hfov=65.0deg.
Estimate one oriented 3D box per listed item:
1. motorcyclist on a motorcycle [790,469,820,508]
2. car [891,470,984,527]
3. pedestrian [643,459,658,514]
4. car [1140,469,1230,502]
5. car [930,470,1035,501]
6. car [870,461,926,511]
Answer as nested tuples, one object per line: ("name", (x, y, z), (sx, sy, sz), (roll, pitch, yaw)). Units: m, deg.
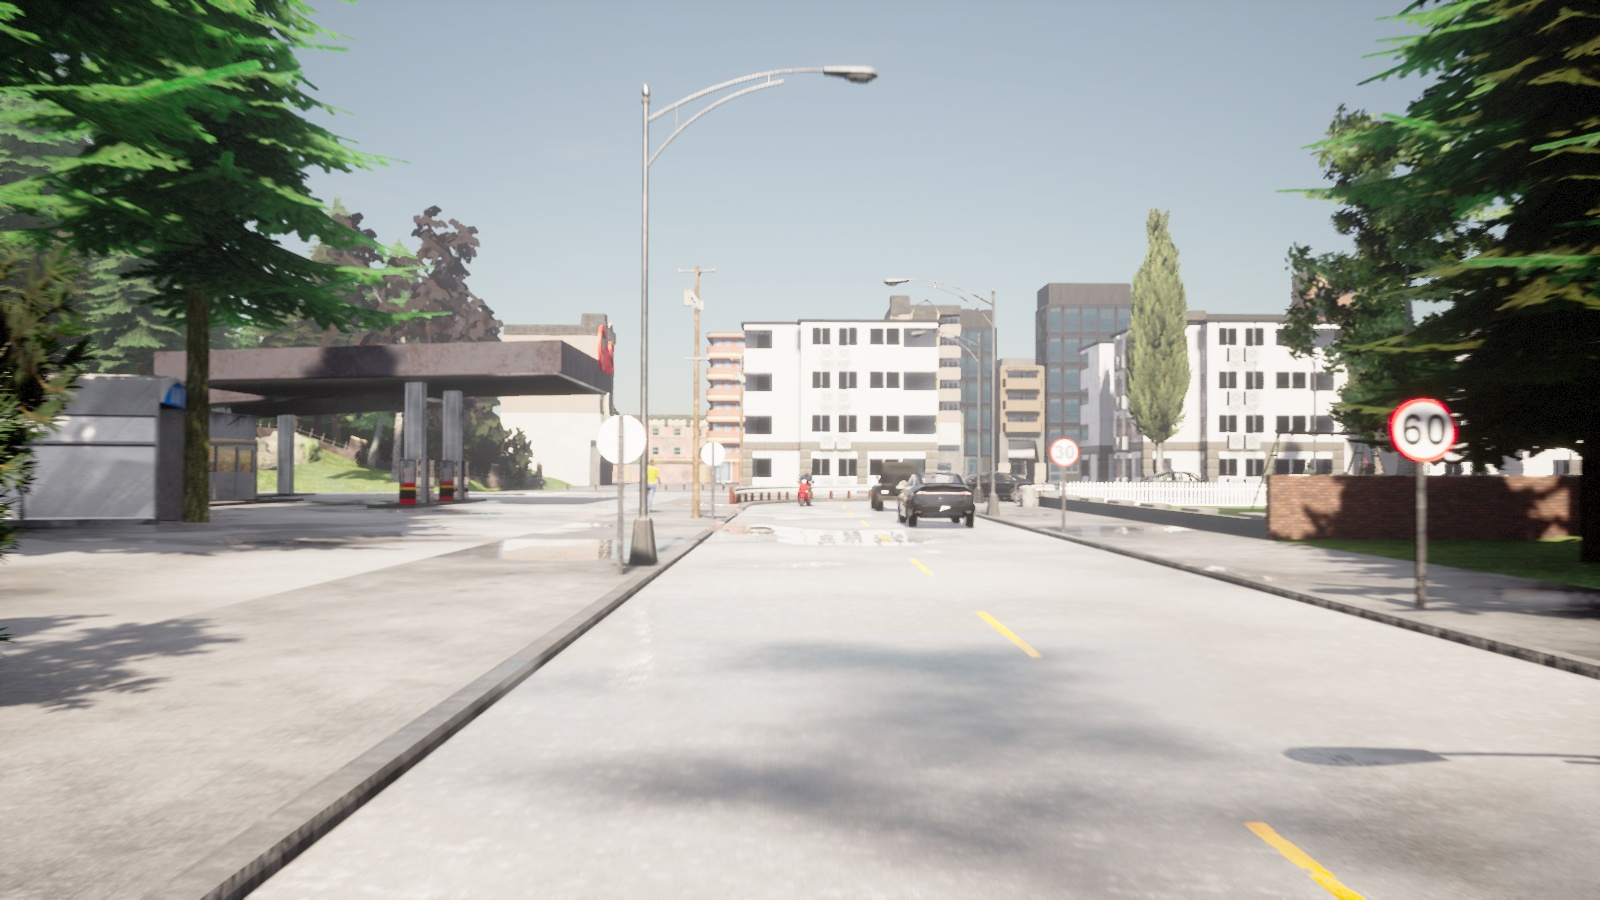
("motorcyclist on a motorcycle", (0.226, 1.620, 53.290), (0.866, 1.590, 1.817), (1, -1, 12))
("car", (3.865, 1.332, 36.109), (2.128, 1.511, 4.902), (0, -1, 0))
("pedestrian", (-5.030, 1.218, 42.205), (0.354, 1.836, 0.706), (0, -1, 6))
("car", (18.235, 1.672, 59.583), (3.705, 1.549, 1.789), (0, -1, 0))
("car", (9.153, 1.792, 63.065), (4.892, 1.490, 1.837), (0, -1, -9))
("car", (3.816, 1.383, 49.339), (1.905, 1.878, 3.866), (0, -1, 0))
